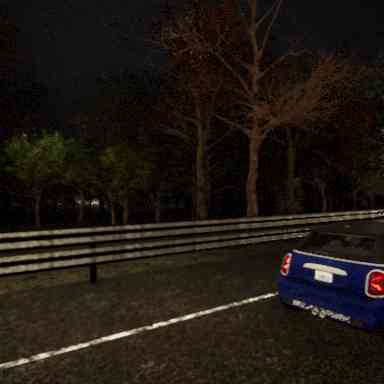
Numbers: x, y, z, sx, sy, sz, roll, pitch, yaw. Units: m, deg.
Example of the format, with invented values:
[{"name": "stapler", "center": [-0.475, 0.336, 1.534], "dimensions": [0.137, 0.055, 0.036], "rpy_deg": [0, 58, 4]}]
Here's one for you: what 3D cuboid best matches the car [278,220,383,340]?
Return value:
[{"name": "car", "center": [3.805, 1.355, 6.496], "dimensions": [4.553, 1.767, 2.097], "rpy_deg": [0, 0, -36]}]
